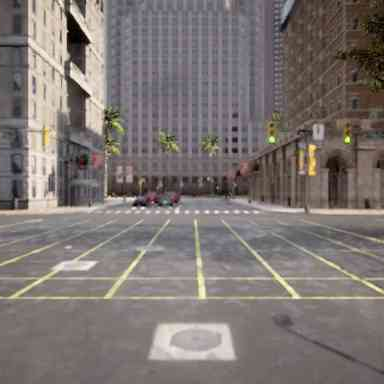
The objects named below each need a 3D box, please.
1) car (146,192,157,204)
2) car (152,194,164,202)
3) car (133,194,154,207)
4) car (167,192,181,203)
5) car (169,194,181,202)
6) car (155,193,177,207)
[{"bbox_3d":[-7.001,0.953,57.489,2.150,2.045,5.566,0,0,1],"label":"car"},{"bbox_3d":[-6.865,1.185,67.952,1.837,1.490,4.892,0,0,1],"label":"car"},{"bbox_3d":[-7.106,1.327,47.239,2.033,1.411,5.357,0,0,0],"label":"car"},{"bbox_3d":[-3.512,0.955,57.092,2.150,2.045,5.566,0,0,1],"label":"car"},{"bbox_3d":[-3.369,1.184,67.503,2.128,1.511,4.902,0,0,1],"label":"car"},{"bbox_3d":[-3.601,1.272,46.947,2.128,1.511,4.902,0,0,0],"label":"car"}]
